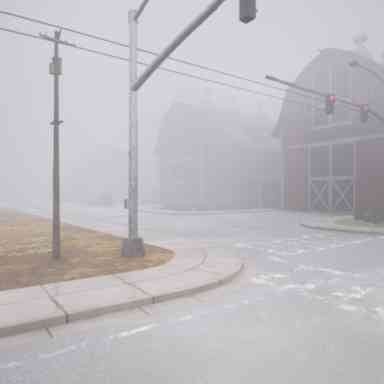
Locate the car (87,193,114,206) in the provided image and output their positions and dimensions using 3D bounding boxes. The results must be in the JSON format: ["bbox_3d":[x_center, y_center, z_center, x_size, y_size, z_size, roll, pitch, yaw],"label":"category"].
[{"bbox_3d":[-13.814,1.112,50.606,3.866,1.878,1.905,-2,5,11],"label":"car"}]
